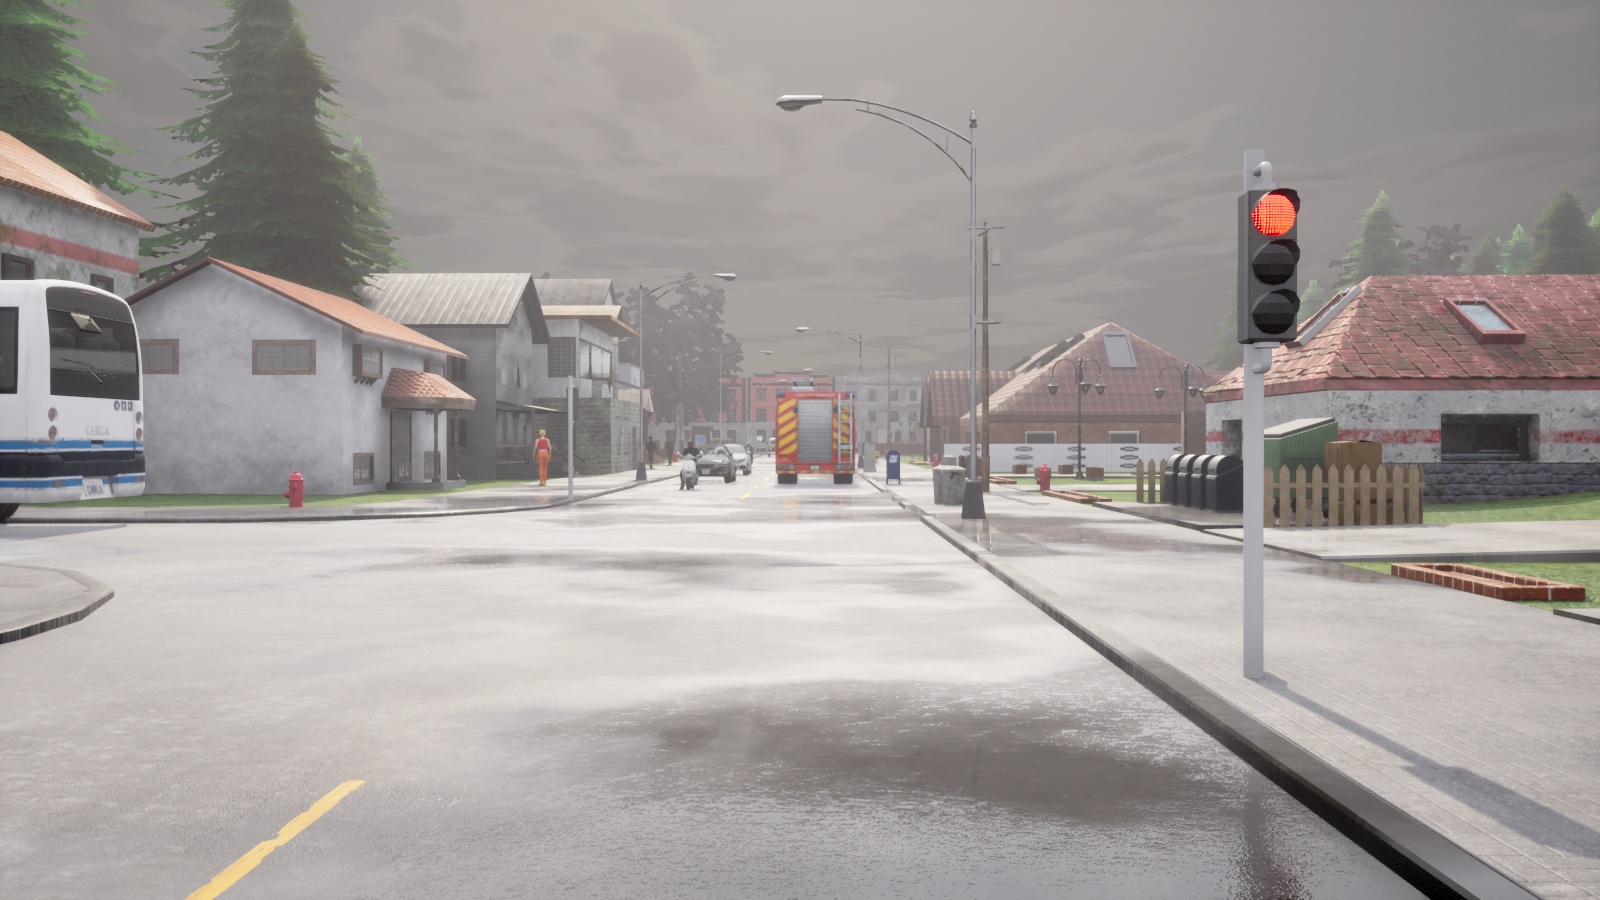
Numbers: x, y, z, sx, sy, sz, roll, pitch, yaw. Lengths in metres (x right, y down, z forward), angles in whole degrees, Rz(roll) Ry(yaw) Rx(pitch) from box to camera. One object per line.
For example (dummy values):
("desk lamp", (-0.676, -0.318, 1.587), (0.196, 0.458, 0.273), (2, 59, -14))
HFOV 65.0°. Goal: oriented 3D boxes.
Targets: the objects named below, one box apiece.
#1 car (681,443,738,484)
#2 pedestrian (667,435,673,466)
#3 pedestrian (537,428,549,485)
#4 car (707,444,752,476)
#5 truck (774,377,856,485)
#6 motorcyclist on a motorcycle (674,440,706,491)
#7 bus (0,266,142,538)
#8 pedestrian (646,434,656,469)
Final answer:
("car", (-3.409, 0.488, 47.744), (1.816, 1.474, 4.193), (0, 0, 1))
("pedestrian", (-8.128, 0.006, 78.528), (0.395, 1.930, 0.692), (0, 0, -3))
("pedestrian", (-8.428, 0.217, 41.153), (0.345, 1.836, 0.594), (0, 0, -16))
("car", (-3.274, 0.437, 58.863), (1.812, 1.442, 4.674), (0, 0, 1))
("truck", (0.609, -0.694, 48.889), (2.891, 3.827, 8.468), (0, 0, 1))
("motorcyclist on a motorcycle", (-3.507, 0.470, 40.226), (0.866, 1.590, 1.817), (0, 0, 1))
("bus", (-17.486, -0.766, 21.576), (10.273, 4.253, 3.944), (0, 0, 0))
("pedestrian", (-7.778, 0.080, 65.554), (0.370, 1.835, 0.726), (0, 0, 4))
